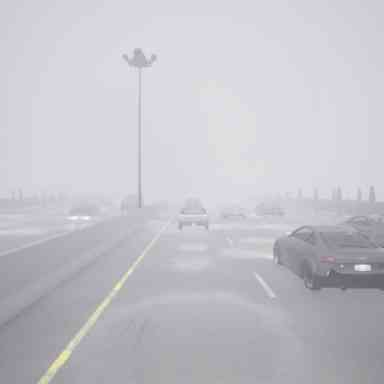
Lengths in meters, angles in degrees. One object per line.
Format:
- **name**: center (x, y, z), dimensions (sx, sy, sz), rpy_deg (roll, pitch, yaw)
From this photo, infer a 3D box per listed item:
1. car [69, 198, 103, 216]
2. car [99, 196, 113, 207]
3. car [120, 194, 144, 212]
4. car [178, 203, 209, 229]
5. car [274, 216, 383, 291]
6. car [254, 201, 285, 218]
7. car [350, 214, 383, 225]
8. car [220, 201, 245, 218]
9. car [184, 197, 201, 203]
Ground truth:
- **car**: center (-10.603, 1.597, 32.977), dimensions (1.994, 1.385, 4.181), rpy_deg (0, 0, 0)
- **car**: center (-14.070, 1.434, 53.116), dimensions (2.097, 1.767, 4.553), rpy_deg (0, 0, 0)
- **car**: center (-7.102, 1.272, 40.006), dimensions (2.150, 2.045, 5.566), rpy_deg (0, 0, 0)
- **car**: center (0.092, 1.614, 21.879), dimensions (1.895, 1.301, 4.718), rpy_deg (0, 0, 0)
- **car**: center (3.597, 1.565, 9.019), dimensions (1.994, 1.385, 4.181), rpy_deg (0, 0, 0)
- **car**: center (7.090, 1.578, 30.831), dimensions (2.033, 1.411, 5.357), rpy_deg (0, 0, 0)
- **car**: center (7.096, 1.569, 13.112), dimensions (1.994, 1.385, 4.181), rpy_deg (0, 0, 0)
- **car**: center (3.577, 1.554, 29.864), dimensions (1.812, 1.442, 4.674), rpy_deg (0, 0, 0)
- **car**: center (0.086, 1.404, 40.521), dimensions (2.097, 1.767, 4.553), rpy_deg (0, 0, 0)
